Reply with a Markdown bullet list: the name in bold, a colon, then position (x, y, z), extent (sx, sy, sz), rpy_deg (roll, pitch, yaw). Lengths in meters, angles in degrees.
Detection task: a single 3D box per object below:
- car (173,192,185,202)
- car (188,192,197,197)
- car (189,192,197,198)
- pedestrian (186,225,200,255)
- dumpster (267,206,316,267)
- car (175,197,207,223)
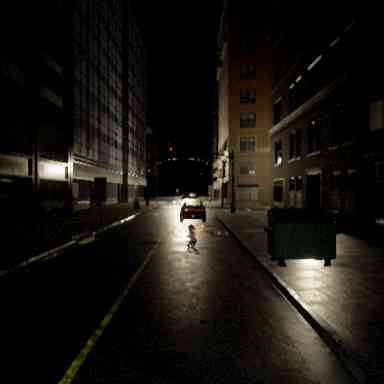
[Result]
- **car**: position (-2.874, 1.246, 68.787), extent (1.812, 1.442, 4.674), rpy_deg (0, 0, 0)
- **car**: position (0.150, 1.184, 81.060), extent (2.128, 1.511, 4.902), rpy_deg (0, 0, 0)
- **car**: position (0.169, 0.810, 91.448), extent (2.097, 1.767, 4.553), rpy_deg (0, 0, 0)
- **pedestrian**: position (0.036, 1.634, 11.600), extent (0.500, 1.100, 0.500), rpy_deg (0, 0, -10)
- **dumpster**: position (3.154, 1.360, 10.776), extent (1.020, 1.700, 1.940), rpy_deg (0, 0, 0)
- **car**: position (0.091, 1.405, 24.564), extent (2.128, 1.511, 4.902), rpy_deg (0, 0, 1)
